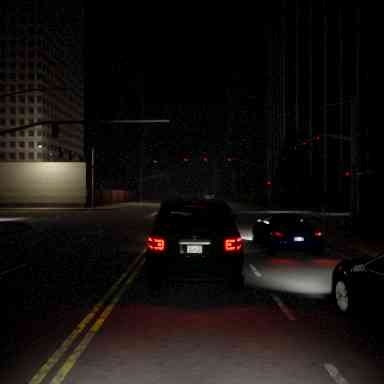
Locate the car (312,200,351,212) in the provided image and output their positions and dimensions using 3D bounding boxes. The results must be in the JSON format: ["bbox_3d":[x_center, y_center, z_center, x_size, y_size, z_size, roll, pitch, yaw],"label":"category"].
[{"bbox_3d":[15.835,1.545,36.622,4.718,1.301,1.895,0,0,0],"label":"car"}]

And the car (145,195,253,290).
[{"bbox_3d":[0.094,1.221,9.226,2.150,2.045,5.566,0,0,1],"label":"car"}]

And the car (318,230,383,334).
[{"bbox_3d":[3.622,1.505,4.590,1.837,1.490,4.892,0,0,0],"label":"car"}]

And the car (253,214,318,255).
[{"bbox_3d":[3.644,1.564,13.267,1.994,1.385,4.181,0,0,1],"label":"car"}]

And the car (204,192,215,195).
[{"bbox_3d":[3.919,1.083,73.889,2.150,2.045,5.566,0,0,0],"label":"car"}]

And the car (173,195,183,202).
[{"bbox_3d":[-3.088,1.381,72.567,1.882,1.535,5.008,0,0,0],"label":"car"}]

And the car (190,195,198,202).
[{"bbox_3d":[0.419,1.358,73.879,1.837,1.490,4.892,0,0,0],"label":"car"}]

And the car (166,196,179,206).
[{"bbox_3d":[-3.260,1.505,57.158,1.837,1.490,4.892,0,0,1],"label":"car"}]

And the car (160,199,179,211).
[{"bbox_3d":[-2.805,1.588,40.592,1.895,1.301,4.718,0,-1,-9],"label":"car"}]
